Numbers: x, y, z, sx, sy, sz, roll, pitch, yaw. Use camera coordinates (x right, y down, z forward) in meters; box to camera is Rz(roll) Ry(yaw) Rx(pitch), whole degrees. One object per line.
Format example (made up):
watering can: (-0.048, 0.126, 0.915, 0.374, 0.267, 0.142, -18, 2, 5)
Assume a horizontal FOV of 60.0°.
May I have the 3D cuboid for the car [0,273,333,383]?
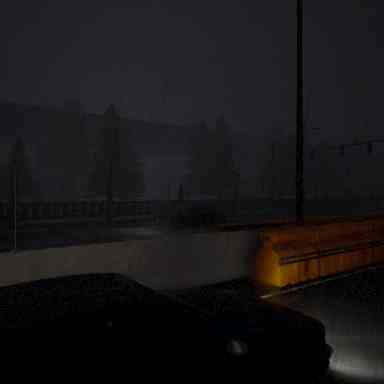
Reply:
car: (-0.979, 1.548, 3.045, 5.357, 1.411, 2.033, 0, 0, -35)
